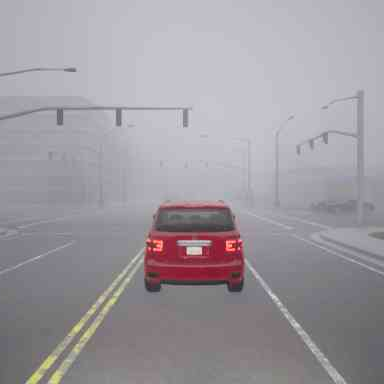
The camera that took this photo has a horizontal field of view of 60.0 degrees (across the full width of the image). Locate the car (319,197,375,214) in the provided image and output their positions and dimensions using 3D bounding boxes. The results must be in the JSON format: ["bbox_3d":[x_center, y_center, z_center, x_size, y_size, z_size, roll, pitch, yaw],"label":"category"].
[{"bbox_3d":[16.550,1.477,35.102,5.008,1.535,1.882,0,0,0],"label":"car"}]

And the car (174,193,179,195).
[{"bbox_3d":[-3.677,1.351,54.855,2.097,1.767,4.553,0,0,0],"label":"car"}]

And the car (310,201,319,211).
[{"bbox_3d":[16.090,1.351,38.609,4.553,1.767,2.097,0,0,0],"label":"car"}]

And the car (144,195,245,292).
[{"bbox_3d":[0.056,1.221,9.064,2.150,2.045,5.566,0,0,0],"label":"car"}]
